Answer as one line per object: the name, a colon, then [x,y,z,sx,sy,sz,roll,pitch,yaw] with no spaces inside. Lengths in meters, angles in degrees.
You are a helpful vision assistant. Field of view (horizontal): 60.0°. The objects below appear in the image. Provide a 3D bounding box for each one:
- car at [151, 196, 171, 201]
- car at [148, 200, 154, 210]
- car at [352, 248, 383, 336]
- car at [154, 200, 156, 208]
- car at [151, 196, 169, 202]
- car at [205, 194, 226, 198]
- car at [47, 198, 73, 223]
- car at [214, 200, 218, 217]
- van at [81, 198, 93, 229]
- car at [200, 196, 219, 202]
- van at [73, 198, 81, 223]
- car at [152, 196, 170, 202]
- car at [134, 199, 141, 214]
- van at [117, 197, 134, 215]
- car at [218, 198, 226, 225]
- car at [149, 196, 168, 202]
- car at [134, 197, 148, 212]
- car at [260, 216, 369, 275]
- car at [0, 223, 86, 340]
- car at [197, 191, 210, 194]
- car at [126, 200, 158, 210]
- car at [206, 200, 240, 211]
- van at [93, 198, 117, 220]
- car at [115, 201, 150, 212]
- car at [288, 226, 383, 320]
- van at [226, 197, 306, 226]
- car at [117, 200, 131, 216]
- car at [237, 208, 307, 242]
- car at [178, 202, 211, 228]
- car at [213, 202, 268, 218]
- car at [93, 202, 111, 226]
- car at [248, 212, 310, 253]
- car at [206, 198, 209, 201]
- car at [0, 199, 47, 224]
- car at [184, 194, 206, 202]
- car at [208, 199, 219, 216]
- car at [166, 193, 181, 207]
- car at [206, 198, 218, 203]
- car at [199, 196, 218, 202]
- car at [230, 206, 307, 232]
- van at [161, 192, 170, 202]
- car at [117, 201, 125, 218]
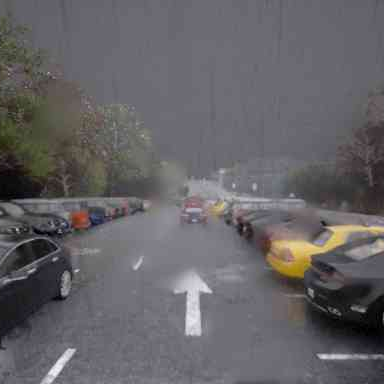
car: [-8.723,1.848,94.075,5.366,1.575,1.946,0,0,0]
car: [-8.235,1.950,44.856,5.366,1.575,1.946,0,-1,0]
car: [4.548,1.505,3.171,4.892,1.521,2.231,0,0,0]
car: [-8.376,2.072,50.395,4.792,1.488,2.163,0,-1,0]
car: [-8.560,1.866,88.369,4.674,1.452,2.002,0,0,0]
car: [4.638,1.737,47.581,5.566,2.045,2.435,0,-1,0]
car: [-8.479,1.344,14.400,5.566,2.045,2.435,0,0,0]
car: [4.618,1.697,28.157,4.892,1.521,2.231,0,-1,0]
van: [-8.608,1.411,19.940,4.442,1.987,1.878,0,0,0]
car: [4.483,1.825,85.730,4.792,1.488,2.163,0,0,0]
van: [-8.382,1.390,17.169,4.442,1.987,1.878,0,0,0]
car: [-8.576,1.874,91.282,4.792,1.488,2.163,0,0,0]
car: [-8.416,1.850,36.548,4.792,1.488,2.163,0,-1,0]
van: [-8.569,1.550,33.658,4.442,1.987,1.878,0,-1,0]
car: [4.573,1.544,25.379,4.553,1.767,2.185,0,-1,0]
car: [-8.571,1.843,85.585,4.674,1.452,2.002,0,0,0]
car: [-8.465,1.613,39.322,5.566,2.045,2.435,0,-1,0]
car: [4.743,1.541,8.723,5.366,1.575,1.946,0,0,0]
car: [-3.592,1.553,5.714,1.837,1.490,4.892,0,0,0]
car: [4.514,1.591,94.090,5.566,2.045,2.435,0,0,0]
car: [-8.385,2.129,55.812,5.008,1.535,2.097,0,-1,0]
car: [4.669,2.033,50.352,5.008,1.535,2.097,0,-1,0]
van: [-8.367,1.454,25.495,4.442,1.987,1.878,0,-1,0]
car: [-8.410,2.038,47.625,4.674,1.452,2.002,0,-1,0]
car: [4.543,1.525,5.948,4.892,1.521,2.231,0,0,0]
van: [4.472,1.400,19.830,4.442,1.987,1.878,0,0,0]
car: [-8.489,1.767,30.884,4.792,1.488,2.163,0,-1,0]
car: [4.602,1.615,14.276,4.792,1.488,2.163,0,0,0]
car: [0.157,1.706,23.883,1.812,1.442,4.674,0,-1,0]
car: [4.813,1.763,33.576,5.366,1.575,1.946,0,-1,0]
car: [-8.488,1.657,22.707,5.008,1.535,2.097,0,0,0]
car: [4.594,1.594,11.499,4.792,1.488,2.163,0,0,0]
car: [4.474,1.941,44.801,5.366,1.575,1.946,0,-1,0]
car: [-8.486,1.324,11.630,5.566,2.045,2.435,0,0,0]
car: [0.211,1.627,41.073,2.150,2.045,5.566,0,-1,0]
car: [4.434,1.726,30.925,5.366,1.575,1.946,0,-1,0]
car: [-3.318,1.776,64.358,2.150,2.045,5.566,-1,3,-3]
car: [4.645,1.900,42.025,4.892,1.521,2.231,0,-1,0]
car: [4.538,1.835,91.296,5.008,1.535,2.097,0,0,0]
car: [4.610,1.635,17.052,4.792,1.488,2.163,0,0,0]
van: [-8.451,1.556,82.913,4.442,1.987,1.878,1,0,0]
car: [-8.497,1.736,28.245,4.792,1.488,2.163,0,-1,0]
